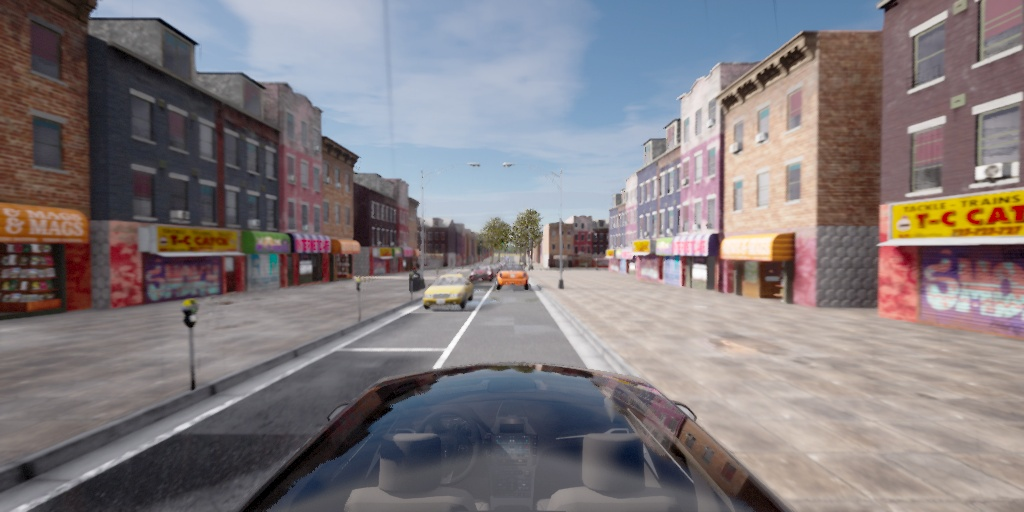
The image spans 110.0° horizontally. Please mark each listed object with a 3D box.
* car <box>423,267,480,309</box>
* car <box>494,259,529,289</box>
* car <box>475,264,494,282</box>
[{"bbox_3d":[-2.640,1.393,15.722,1.751,1.417,4.829,0,0,0],"label":"car"},{"bbox_3d":[0.077,1.314,25.229,2.097,1.767,4.553,0,-1,1],"label":"car"},{"bbox_3d":[-2.640,1.483,32.231,1.967,1.591,4.097,0,0,0],"label":"car"}]
